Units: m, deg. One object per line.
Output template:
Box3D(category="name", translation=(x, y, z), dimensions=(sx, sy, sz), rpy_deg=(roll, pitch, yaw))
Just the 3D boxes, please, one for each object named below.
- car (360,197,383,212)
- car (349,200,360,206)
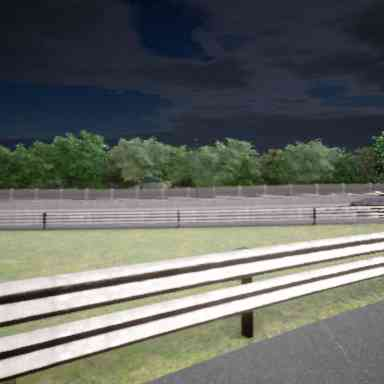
Box3D(category="car", translation=(20.455, 1.356, 33.566), dimensions=(5.357, 1.411, 2.033), rpy_deg=(-2, 1, 1))
Box3D(category="car", translation=(20.517, 1.309, 37.065), dimensions=(5.357, 1.411, 2.033), rpy_deg=(-2, 1, 1))
